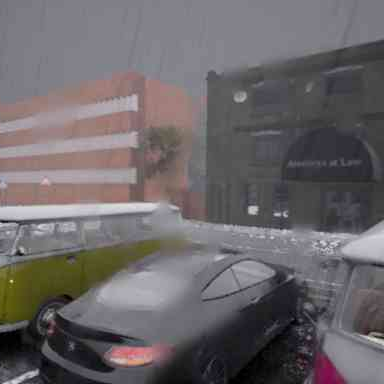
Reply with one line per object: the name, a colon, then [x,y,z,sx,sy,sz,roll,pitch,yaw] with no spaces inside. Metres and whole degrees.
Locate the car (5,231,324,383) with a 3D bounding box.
car: [0.227,1.505,4.825,2.002,1.452,4.674,0,0,35]

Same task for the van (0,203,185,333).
van: [-2.041,1.220,6.301,1.878,1.987,4.442,1,0,35]
